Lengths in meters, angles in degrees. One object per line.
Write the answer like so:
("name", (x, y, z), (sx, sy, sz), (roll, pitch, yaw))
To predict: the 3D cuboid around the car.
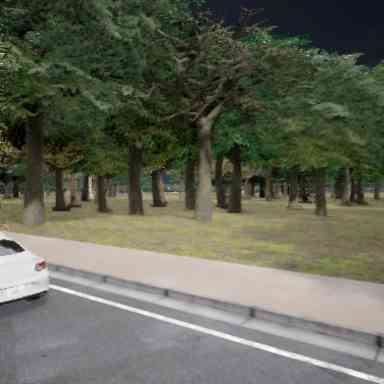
("car", (-4.881, 1.528, 7.042), (4.674, 1.442, 1.812), (0, 0, 35))
